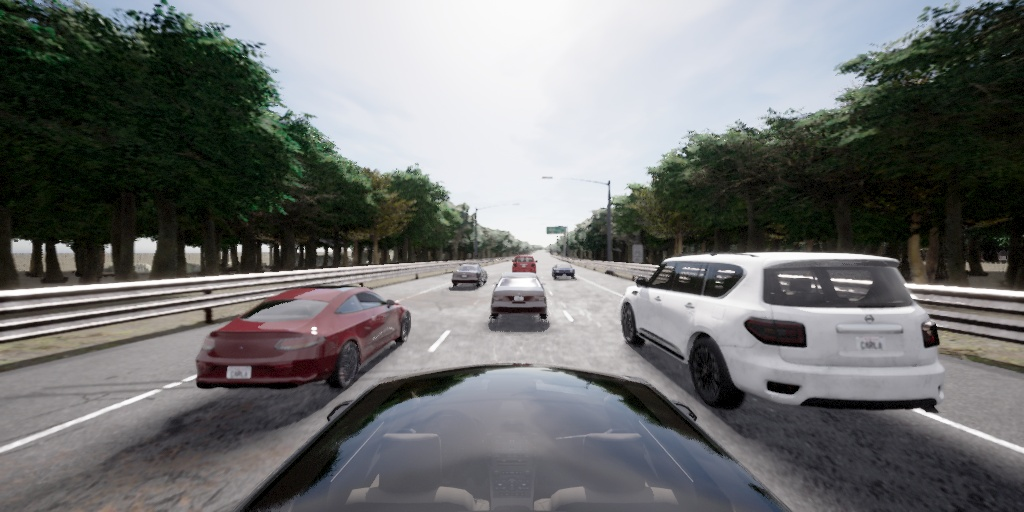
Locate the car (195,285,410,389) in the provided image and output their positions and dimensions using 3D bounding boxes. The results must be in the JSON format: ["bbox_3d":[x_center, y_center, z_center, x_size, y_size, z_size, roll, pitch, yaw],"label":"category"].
[{"bbox_3d":[-3.352,1.273,6.726,1.812,1.442,4.674,0,0,0],"label":"car"}]

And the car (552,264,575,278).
[{"bbox_3d":[4.691,1.356,33.318,1.895,1.301,4.718,0,0,4],"label":"car"}]

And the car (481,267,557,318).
[{"bbox_3d":[0.262,1.298,13.008,2.033,1.411,5.357,0,0,1],"label":"car"}]

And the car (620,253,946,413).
[{"bbox_3d":[3.647,0.975,6.300,2.150,2.045,5.566,0,0,1],"label":"car"}]

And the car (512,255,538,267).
[{"bbox_3d":[1.189,0.973,33.410,2.150,2.045,5.566,0,0,4],"label":"car"}]

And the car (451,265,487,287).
[{"bbox_3d":[-2.820,1.294,24.596,2.033,1.411,5.357,0,0,3],"label":"car"}]
